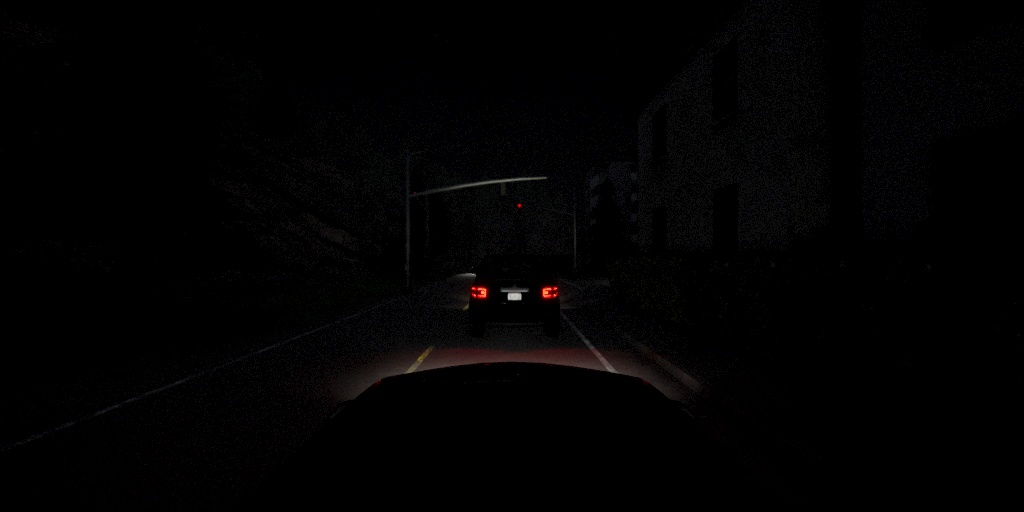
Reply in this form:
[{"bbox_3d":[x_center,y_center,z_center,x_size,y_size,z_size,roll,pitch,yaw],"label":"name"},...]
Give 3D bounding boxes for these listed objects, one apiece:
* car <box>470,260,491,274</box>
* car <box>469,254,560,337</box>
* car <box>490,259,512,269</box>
[{"bbox_3d":[-3.594,1.250,41.717,1.837,1.490,4.892,0,0,1],"label":"car"},{"bbox_3d":[0.063,0.970,10.403,2.150,2.045,5.566,0,0,0],"label":"car"},{"bbox_3d":[-1.684,1.220,58.760,1.882,1.535,5.008,0,0,20],"label":"car"}]
